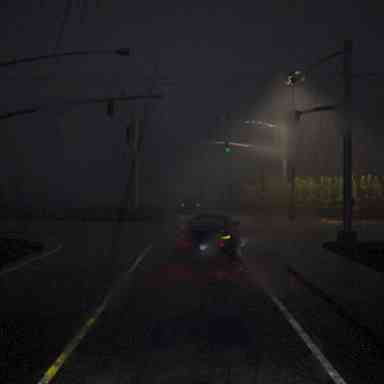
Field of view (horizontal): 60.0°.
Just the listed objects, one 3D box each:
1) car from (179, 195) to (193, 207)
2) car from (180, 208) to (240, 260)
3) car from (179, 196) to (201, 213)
[{"bbox_3d":[-1.048,1.370,53.468,2.097,1.767,4.553,0,0,-2],"label":"car"},{"bbox_3d":[0.786,1.525,12.449,1.812,1.442,4.674,0,0,10],"label":"car"},{"bbox_3d":[-0.244,1.377,36.106,2.097,1.767,4.553,0,0,-3],"label":"car"}]
